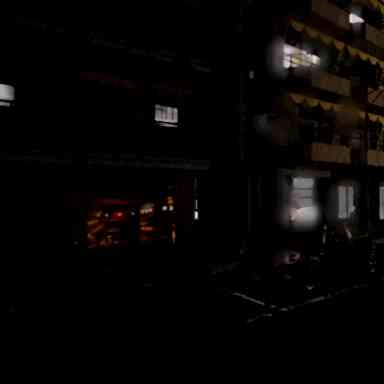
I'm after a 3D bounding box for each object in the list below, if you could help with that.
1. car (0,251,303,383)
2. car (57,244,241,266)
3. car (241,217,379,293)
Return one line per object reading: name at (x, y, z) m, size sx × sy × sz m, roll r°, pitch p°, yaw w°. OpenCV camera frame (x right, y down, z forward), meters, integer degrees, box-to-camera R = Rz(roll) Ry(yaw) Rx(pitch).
car at (-1.470, 1.526, 2.331) m, size 4.674 × 1.442 × 1.812 m, roll 0°, pitch 0°, yaw -36°
car at (-1.399, 1.582, 5.568) m, size 4.206 × 1.307 × 1.802 m, roll 0°, pitch 0°, yaw -36°
car at (3.099, 1.442, 8.778) m, size 4.097 × 1.590 × 1.967 m, roll 0°, pitch 0°, yaw -36°
